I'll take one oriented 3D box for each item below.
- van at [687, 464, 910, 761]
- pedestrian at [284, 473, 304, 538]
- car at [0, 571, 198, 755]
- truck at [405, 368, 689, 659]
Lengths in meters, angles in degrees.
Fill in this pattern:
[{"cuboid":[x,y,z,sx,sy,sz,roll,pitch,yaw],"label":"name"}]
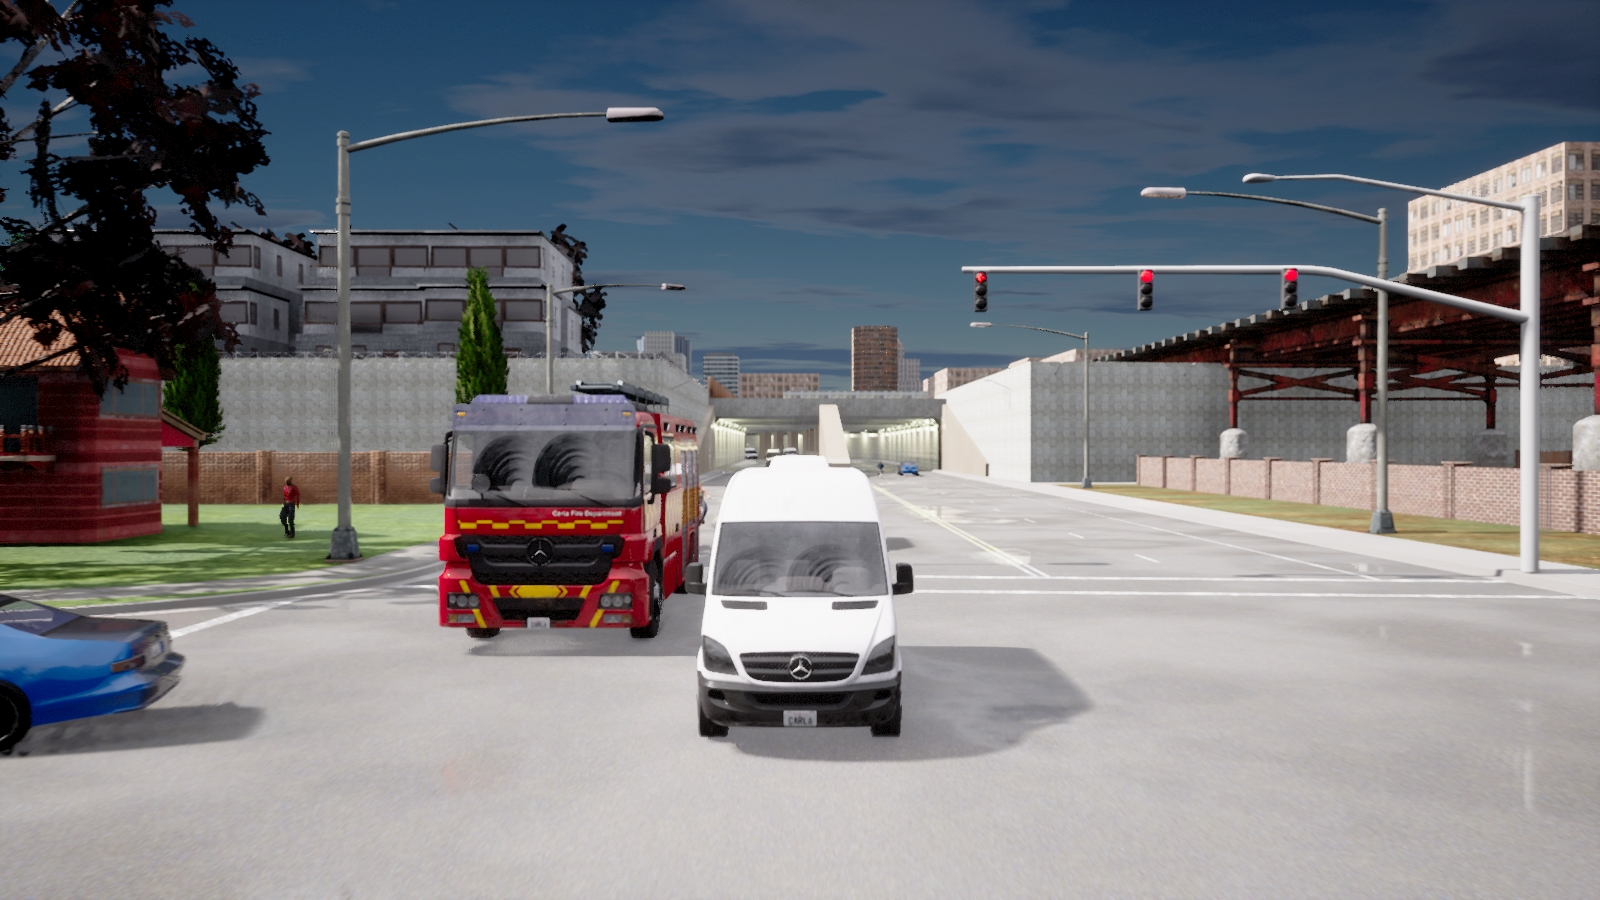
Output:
[{"cuboid":[-0.013,1.483,13.122,1.988,2.561,5.915,0,0,0],"label":"van"},{"cuboid":[-14.617,1.603,32.986,0.375,1.860,0.375,0,0,19],"label":"pedestrian"},{"cuboid":[-8.938,2.058,10.885,5.357,1.411,2.033,0,0,-16],"label":"car"},{"cuboid":[-3.745,0.825,19.290,2.891,3.827,8.468,0,0,0],"label":"truck"}]
